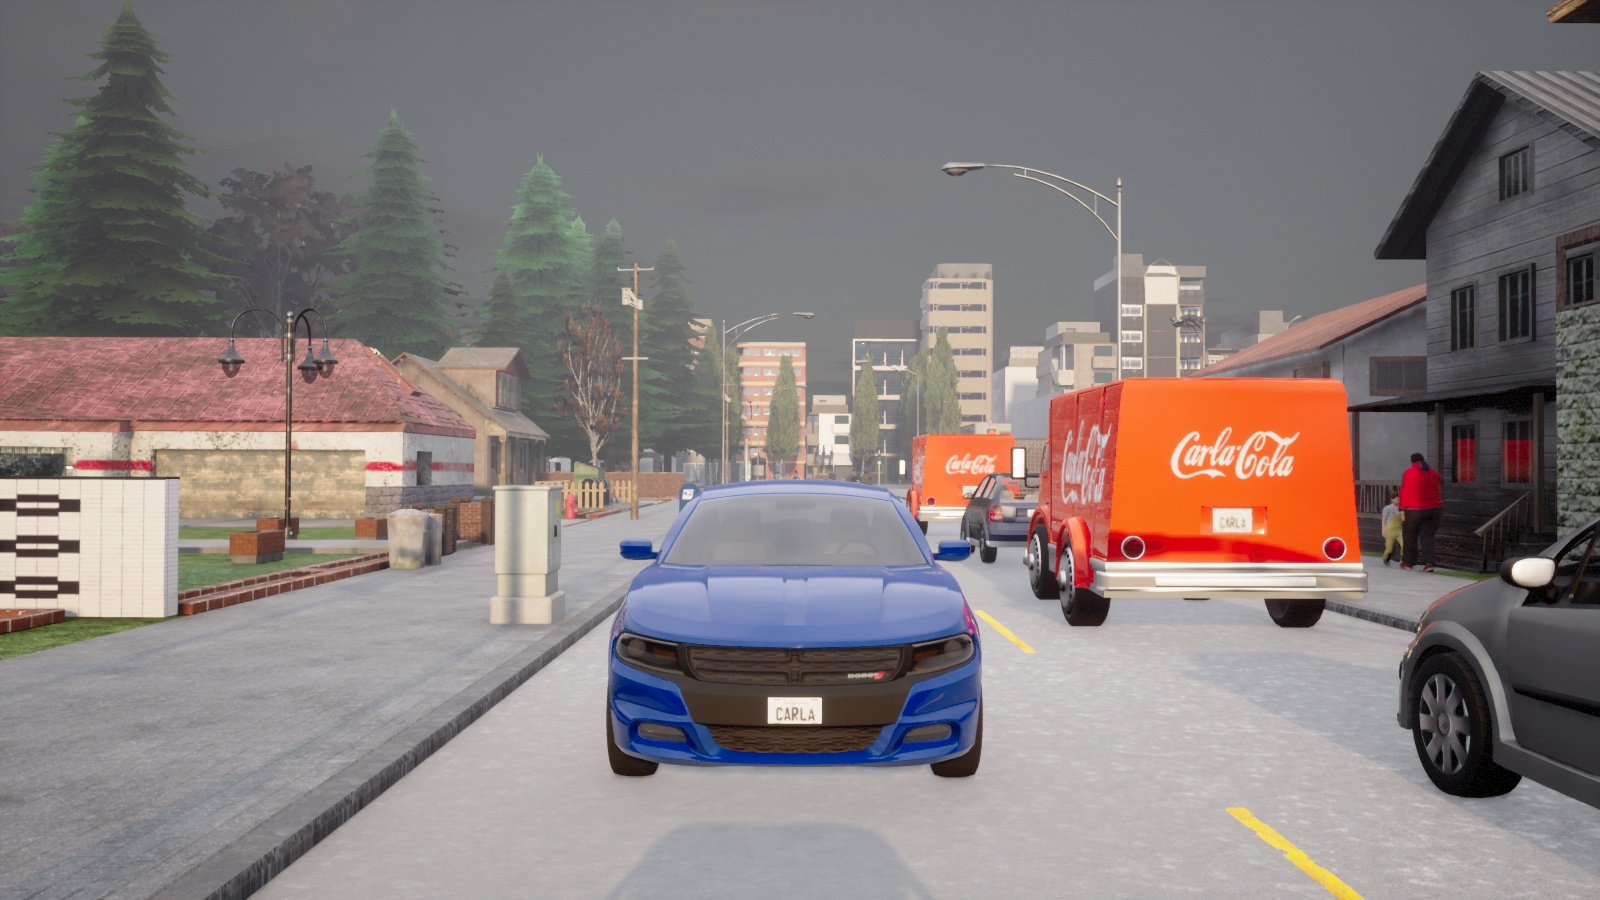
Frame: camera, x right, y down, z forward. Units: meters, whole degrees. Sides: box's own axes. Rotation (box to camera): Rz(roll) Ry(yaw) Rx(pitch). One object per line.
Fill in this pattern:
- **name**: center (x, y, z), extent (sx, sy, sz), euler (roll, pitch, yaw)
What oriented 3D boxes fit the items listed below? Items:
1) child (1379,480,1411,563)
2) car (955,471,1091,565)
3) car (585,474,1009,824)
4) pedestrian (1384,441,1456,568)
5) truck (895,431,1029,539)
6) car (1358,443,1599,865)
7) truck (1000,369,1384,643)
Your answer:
- **child**: center (9.213, 1.093, 19.436), extent (0.270, 1.263, 0.437), euler (0, -1, -1)
- **car**: center (3.938, 1.158, 22.732), extent (1.789, 1.549, 3.705), euler (0, -1, 0)
- **car**: center (-0.024, 0.928, 8.083), extent (1.882, 1.535, 5.008), euler (0, -1, 0)
- **pedestrian**: center (9.197, 0.800, 18.658), extent (0.634, 1.844, 0.899), euler (0, -1, 3)
- **truck**: center (3.919, 0.840, 31.491), extent (2.627, 2.467, 5.204), euler (0, -1, -1)
- **car**: center (3.986, 0.778, 4.860), extent (1.851, 1.617, 3.988), euler (0, -1, 0)
- **truck**: center (3.953, 0.546, 13.944), extent (2.627, 2.467, 5.204), euler (0, -1, 0)
